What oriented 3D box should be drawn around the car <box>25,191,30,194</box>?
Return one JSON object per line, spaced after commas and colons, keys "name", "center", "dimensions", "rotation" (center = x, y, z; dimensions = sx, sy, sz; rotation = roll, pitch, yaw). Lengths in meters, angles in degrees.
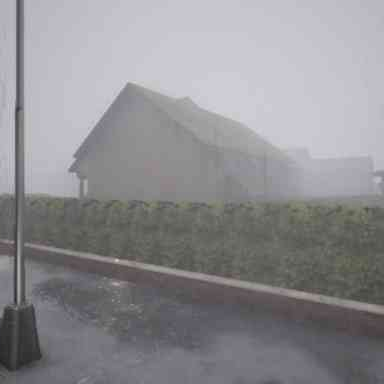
{"name": "car", "center": [-35.488, 0.628, 71.570], "dimensions": [3.866, 1.878, 1.905], "rotation": [0, 0, 36]}
